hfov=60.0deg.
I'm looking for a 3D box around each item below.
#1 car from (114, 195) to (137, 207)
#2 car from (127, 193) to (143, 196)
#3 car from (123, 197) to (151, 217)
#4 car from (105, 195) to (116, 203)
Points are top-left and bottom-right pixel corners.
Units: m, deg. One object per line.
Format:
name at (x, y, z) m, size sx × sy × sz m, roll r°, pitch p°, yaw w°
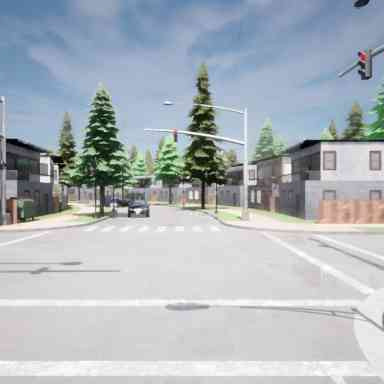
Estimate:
car at (-9.849, 1.566, 49.292) m, size 1.895 × 1.301 × 4.718 m, roll 0°, pitch 0°, yaw -24°
car at (-10.401, 1.187, 58.418) m, size 2.150 × 2.045 × 5.566 m, roll 0°, pitch 0°, yaw -36°
car at (-4.844, 1.457, 30.545) m, size 2.128 × 1.511 × 4.902 m, roll 0°, pitch 0°, yaw -7°
car at (-16.518, 1.318, 66.760) m, size 2.097 × 1.767 × 4.553 m, roll 0°, pitch 0°, yaw -45°
